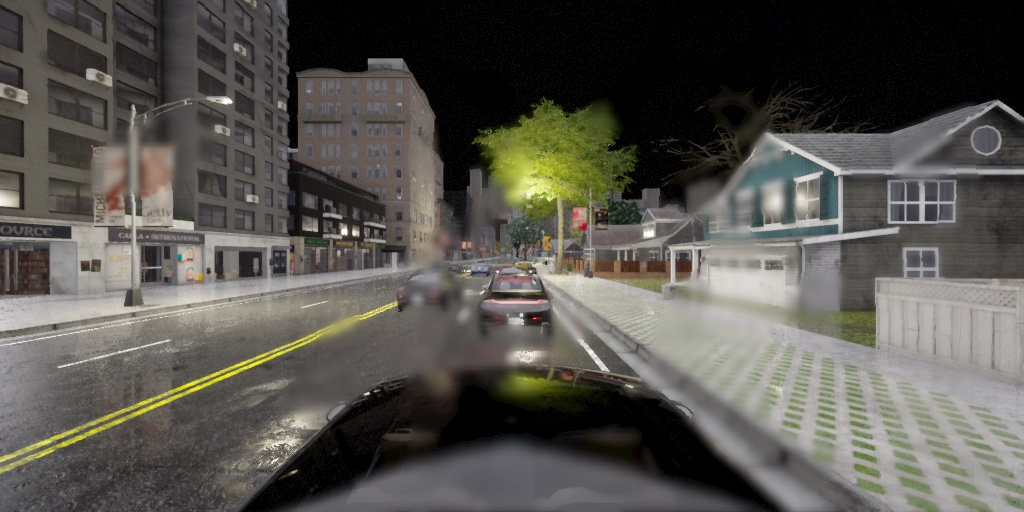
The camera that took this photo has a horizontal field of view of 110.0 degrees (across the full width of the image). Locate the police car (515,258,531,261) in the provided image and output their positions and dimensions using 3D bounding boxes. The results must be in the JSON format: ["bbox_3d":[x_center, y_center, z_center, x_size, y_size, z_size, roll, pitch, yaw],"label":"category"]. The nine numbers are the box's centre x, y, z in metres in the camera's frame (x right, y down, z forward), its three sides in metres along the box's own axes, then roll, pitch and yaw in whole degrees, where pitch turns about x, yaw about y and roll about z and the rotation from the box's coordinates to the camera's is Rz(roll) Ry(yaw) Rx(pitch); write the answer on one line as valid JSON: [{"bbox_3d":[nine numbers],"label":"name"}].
[{"bbox_3d":[1.003,1.155,29.563,1.930,1.638,5.238,0,0,0],"label":"police car"}]

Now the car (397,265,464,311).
[{"bbox_3d":[-3.136,1.271,14.211,1.812,1.442,4.674,0,0,0],"label":"car"}]

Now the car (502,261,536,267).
[{"bbox_3d":[0.119,1.218,19.834,1.882,1.535,5.008,0,0,0],"label":"car"}]

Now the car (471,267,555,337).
[{"bbox_3d":[0.111,1.239,10.330,2.128,1.511,4.902,0,0,0],"label":"car"}]

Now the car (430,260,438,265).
[{"bbox_3d":[-9.802,1.268,48.586,1.994,1.385,4.181,0,0,0],"label":"car"}]

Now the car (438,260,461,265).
[{"bbox_3d":[-6.562,1.279,39.827,1.994,1.385,4.181,0,0,0],"label":"car"}]

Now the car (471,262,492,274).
[{"bbox_3d":[-3.113,1.267,36.716,2.033,1.411,5.357,0,0,0],"label":"car"}]
